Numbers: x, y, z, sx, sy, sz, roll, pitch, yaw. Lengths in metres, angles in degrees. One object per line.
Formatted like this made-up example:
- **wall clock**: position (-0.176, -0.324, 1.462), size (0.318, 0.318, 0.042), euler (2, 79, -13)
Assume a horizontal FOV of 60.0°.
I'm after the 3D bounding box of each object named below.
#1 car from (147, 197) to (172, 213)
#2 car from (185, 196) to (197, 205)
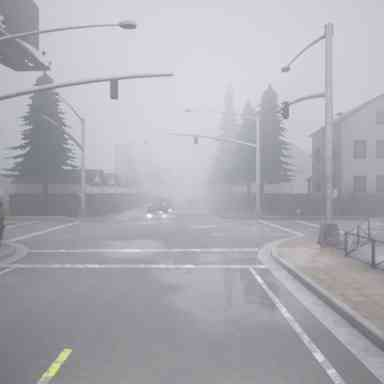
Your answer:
- **car**: position (-3.695, 1.346, 36.946), size (2.097, 1.767, 4.553), euler (0, 0, 0)
- **car**: position (-0.155, 1.483, 59.151), size (2.128, 1.511, 4.902), euler (0, 0, 0)
